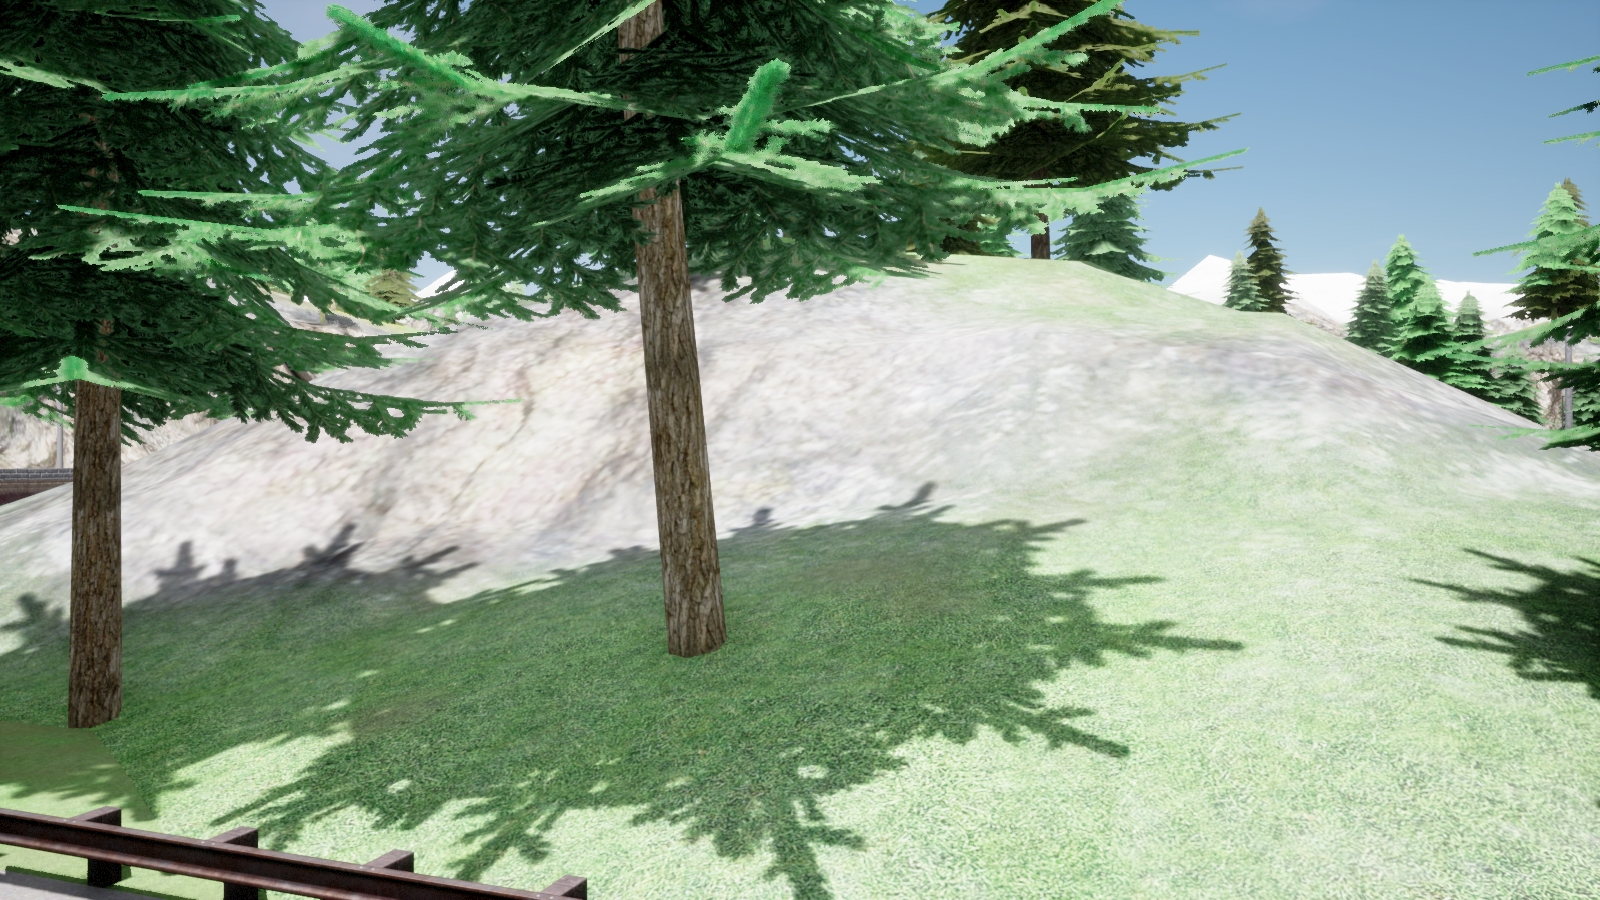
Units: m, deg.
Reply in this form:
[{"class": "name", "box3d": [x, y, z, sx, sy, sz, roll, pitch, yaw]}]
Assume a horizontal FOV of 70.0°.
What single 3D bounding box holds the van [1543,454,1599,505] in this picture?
[{"class": "van", "box3d": [41.536, 1.520, 60.872, 1.988, 2.561, 5.915, 0, 0, 20]}]
